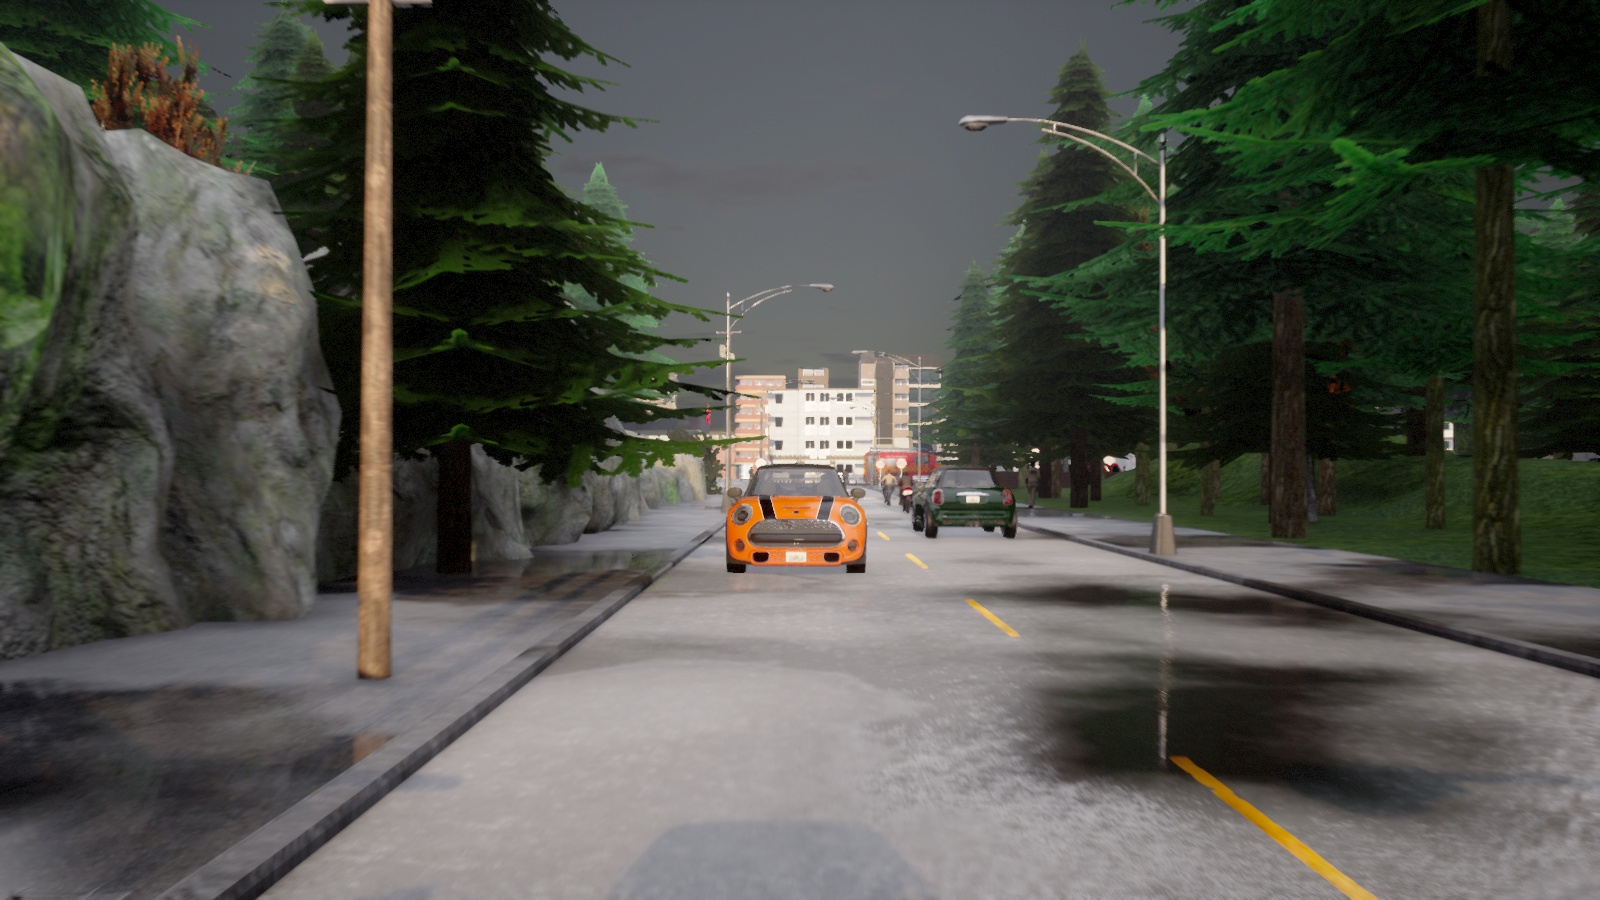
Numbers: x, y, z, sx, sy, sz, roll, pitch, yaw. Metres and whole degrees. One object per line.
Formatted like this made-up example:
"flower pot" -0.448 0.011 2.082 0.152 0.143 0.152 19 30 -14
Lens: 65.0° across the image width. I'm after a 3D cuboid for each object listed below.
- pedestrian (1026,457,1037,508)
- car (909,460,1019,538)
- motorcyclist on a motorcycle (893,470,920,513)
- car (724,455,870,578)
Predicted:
"pedestrian" 8.943 1.253 48.532 0.396 1.930 0.692 0 -1 9
"car" 3.925 1.144 30.861 2.097 1.767 4.553 0 -1 0
"motorcyclist on a motorcycle" 3.888 1.507 46.123 0.797 1.523 2.044 0 -1 0
"car" -0.050 0.993 20.285 2.097 1.767 4.553 0 -1 0
